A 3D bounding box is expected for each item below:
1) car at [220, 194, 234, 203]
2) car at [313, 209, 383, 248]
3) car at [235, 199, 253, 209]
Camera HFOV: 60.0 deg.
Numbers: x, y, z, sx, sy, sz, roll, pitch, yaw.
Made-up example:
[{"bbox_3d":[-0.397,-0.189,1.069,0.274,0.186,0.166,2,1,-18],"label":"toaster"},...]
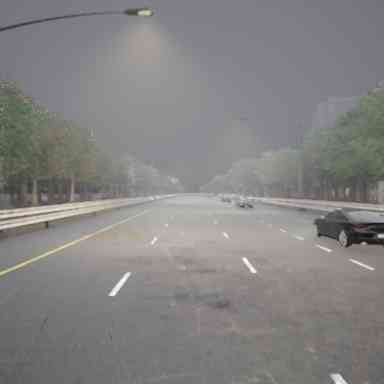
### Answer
[{"bbox_3d":[7.045,1.554,70.074,1.812,1.442,4.674,0,0,0],"label":"car"},{"bbox_3d":[7.003,1.495,14.793,1.882,1.535,5.008,0,0,0],"label":"car"},{"bbox_3d":[7.010,1.606,45.113,1.895,1.301,4.718,0,0,0],"label":"car"}]
